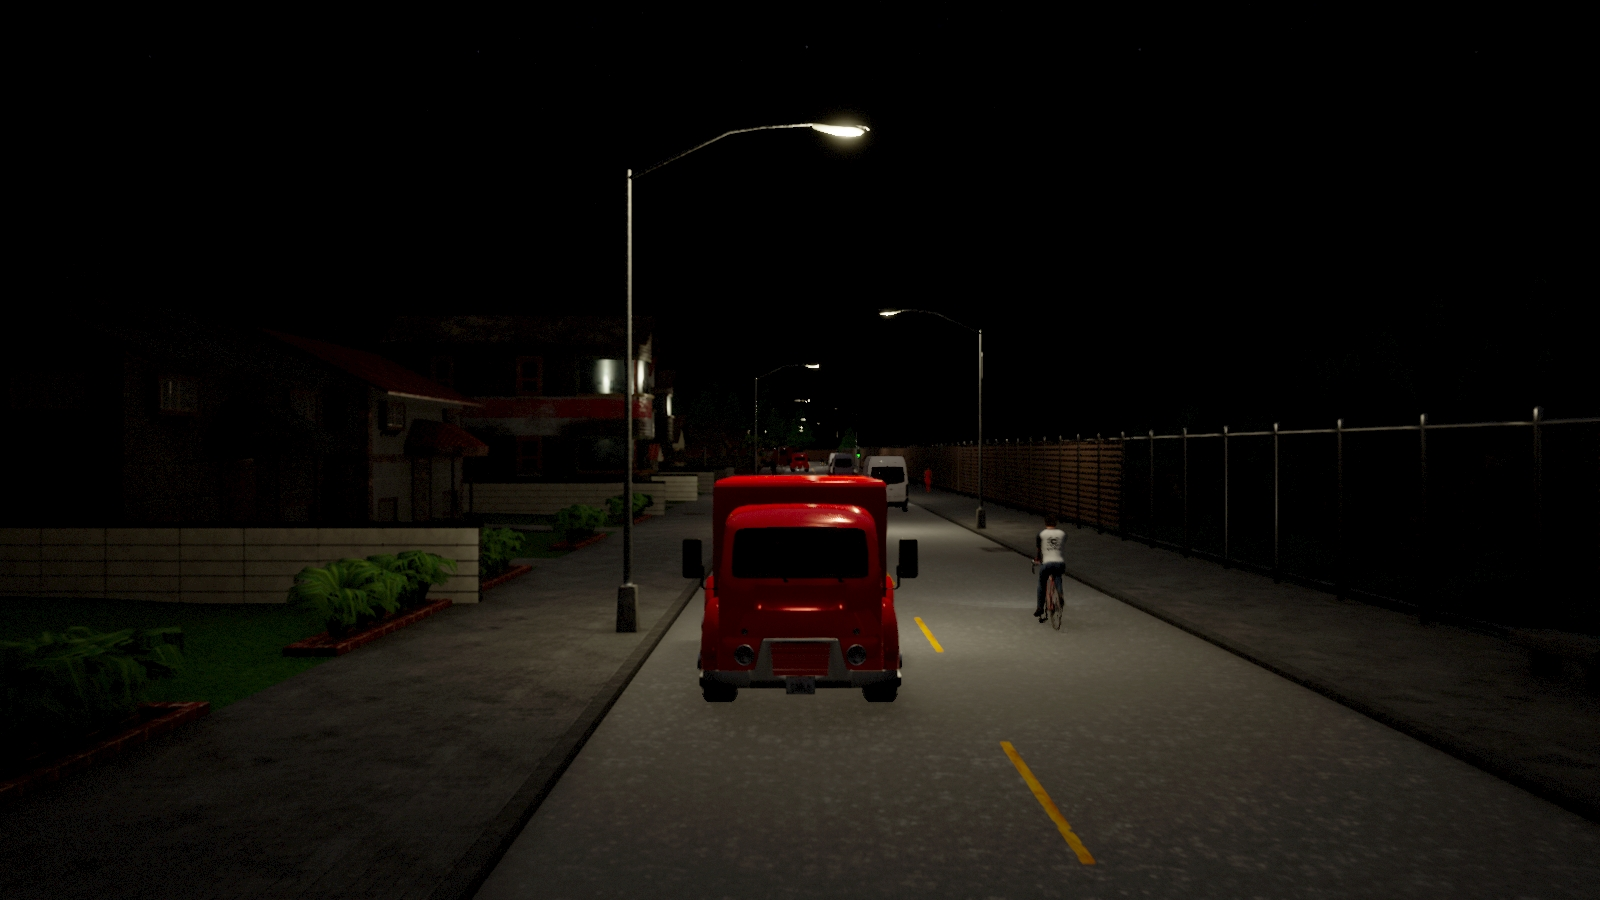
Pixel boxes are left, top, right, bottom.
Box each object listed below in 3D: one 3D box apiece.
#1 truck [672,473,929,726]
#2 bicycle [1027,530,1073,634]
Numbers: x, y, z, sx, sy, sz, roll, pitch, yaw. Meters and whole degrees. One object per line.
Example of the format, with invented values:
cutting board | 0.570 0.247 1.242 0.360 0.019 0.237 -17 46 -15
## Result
truck | -0.008 1.583 14.288 2.627 2.467 5.204 0 0 0
bicycle | 3.998 2.076 18.337 0.373 1.496 1.643 0 0 0
